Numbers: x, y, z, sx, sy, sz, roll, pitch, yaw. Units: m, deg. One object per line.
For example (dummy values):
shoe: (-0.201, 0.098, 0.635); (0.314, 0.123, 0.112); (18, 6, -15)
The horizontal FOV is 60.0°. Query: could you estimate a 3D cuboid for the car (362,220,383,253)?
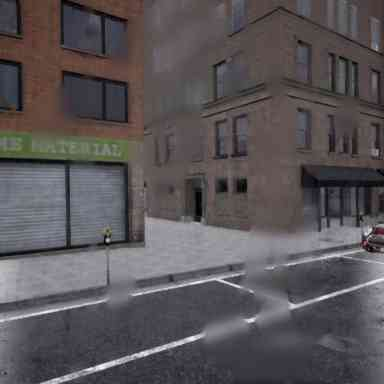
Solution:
car: (8.138, 1.439, 12.410); (4.097, 1.590, 1.967); (0, -1, -35)
